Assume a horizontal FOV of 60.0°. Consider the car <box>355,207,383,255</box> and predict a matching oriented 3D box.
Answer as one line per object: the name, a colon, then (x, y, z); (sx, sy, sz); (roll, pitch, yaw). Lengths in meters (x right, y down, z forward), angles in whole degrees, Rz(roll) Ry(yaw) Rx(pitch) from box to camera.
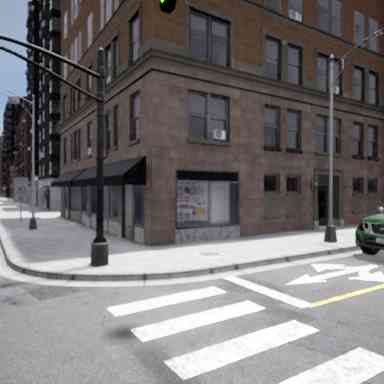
car: (8.069, 1.111, 11.494); (5.566, 2.045, 2.150); (0, 0, -32)
